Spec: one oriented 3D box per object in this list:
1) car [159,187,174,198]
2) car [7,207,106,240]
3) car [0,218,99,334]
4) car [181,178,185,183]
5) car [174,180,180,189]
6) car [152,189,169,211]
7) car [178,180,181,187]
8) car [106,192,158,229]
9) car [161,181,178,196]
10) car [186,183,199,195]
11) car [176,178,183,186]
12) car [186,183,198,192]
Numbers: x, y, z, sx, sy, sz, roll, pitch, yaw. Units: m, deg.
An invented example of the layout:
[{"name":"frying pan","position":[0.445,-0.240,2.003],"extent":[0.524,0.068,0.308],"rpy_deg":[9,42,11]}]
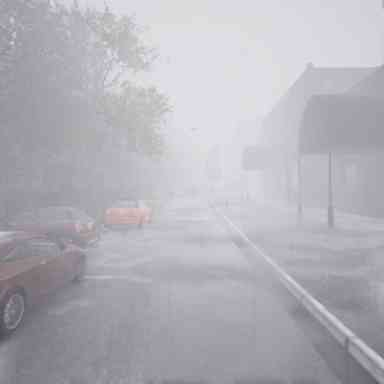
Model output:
[{"name":"car","position":[-3.629,0.578,36.588],"extent":[2.231,1.521,4.892],"rpy_deg":[1,3,2]},{"name":"car","position":[-5.957,1.399,12.594],"extent":[4.553,1.767,2.097],"rpy_deg":[-2,-1,3]},{"name":"car","position":[-3.651,1.496,6.579],"extent":[2.002,1.452,4.674],"rpy_deg":[0,0,2]},{"name":"car","position":[-3.641,-2.118,81.132],"extent":[2.163,1.488,4.792],"rpy_deg":[0,4,2]},{"name":"car","position":[-3.648,-0.534,53.260],"extent":[2.185,1.767,4.553],"rpy_deg":[0,4,2]},{"name":"car","position":[-3.627,0.830,30.854],"extent":[1.946,1.575,5.366],"rpy_deg":[1,2,2]},{"name":"car","position":[-3.646,-0.753,58.853],"extent":[2.231,1.521,4.892],"rpy_deg":[0,4,2]},{"name":"car","position":[-3.625,1.102,19.836],"extent":[2.185,1.767,4.553],"rpy_deg":[2,2,2]},{"name":"car","position":[-3.648,-0.192,47.699],"extent":[2.185,1.767,4.553],"rpy_deg":[0,4,2]},{"name":"car","position":[0.007,-0.378,52.723],"extent":[1.882,1.535,5.008],"rpy_deg":[0,4,0]},{"name":"car","position":[-3.637,-1.462,70.165],"extent":[1.946,1.575,5.366],"rpy_deg":[0,4,2]},{"name":"car","position":[0.008,-0.956,63.187],"extent":[2.033,1.411,5.357],"rpy_deg":[0,4,0]}]
